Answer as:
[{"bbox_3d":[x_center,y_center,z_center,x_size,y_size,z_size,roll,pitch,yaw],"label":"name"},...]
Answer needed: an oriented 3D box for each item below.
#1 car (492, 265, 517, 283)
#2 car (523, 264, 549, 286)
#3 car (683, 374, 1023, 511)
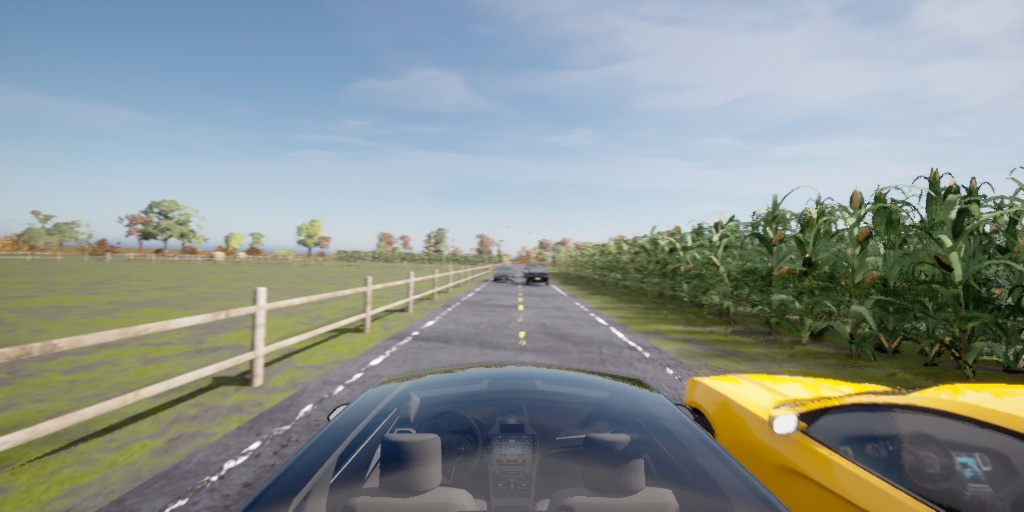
[{"bbox_3d":[-0.688,1.613,32.343,1.837,1.490,4.892,2,-1,1],"label":"car"},{"bbox_3d":[2.118,1.666,30.901,1.882,1.535,5.008,2,-1,1],"label":"car"},{"bbox_3d":[2.485,1.311,1.395,1.882,1.535,5.008,2,-1,1],"label":"car"}]
